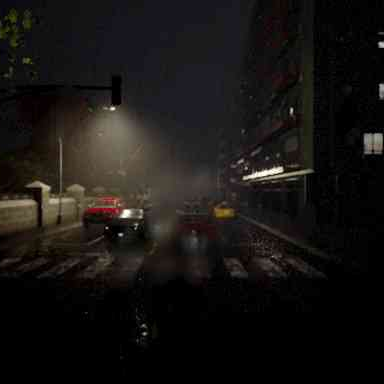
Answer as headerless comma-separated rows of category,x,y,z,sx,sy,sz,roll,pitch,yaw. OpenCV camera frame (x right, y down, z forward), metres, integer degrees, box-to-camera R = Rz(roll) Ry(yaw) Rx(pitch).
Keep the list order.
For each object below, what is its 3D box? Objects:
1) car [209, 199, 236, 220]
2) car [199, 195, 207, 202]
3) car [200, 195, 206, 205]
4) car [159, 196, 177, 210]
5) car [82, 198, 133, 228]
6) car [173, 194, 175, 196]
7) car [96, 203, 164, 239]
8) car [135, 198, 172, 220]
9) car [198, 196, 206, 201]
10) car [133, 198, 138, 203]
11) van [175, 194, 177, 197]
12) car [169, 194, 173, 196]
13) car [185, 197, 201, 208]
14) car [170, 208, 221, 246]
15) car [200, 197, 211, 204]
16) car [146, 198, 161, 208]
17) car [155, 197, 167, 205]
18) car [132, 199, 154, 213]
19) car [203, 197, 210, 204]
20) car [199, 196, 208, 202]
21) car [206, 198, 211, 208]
car,2.692,1.551,28.027,1.752,1.417,4.829,0,0,0
car,2.702,1.548,83.209,1.967,1.590,4.097,0,0,0
car,2.699,1.615,61.068,1.887,1.381,4.507,0,0,0
car,-3.075,1.544,38.246,1.837,1.490,4.892,0,0,0
car,-5.690,1.334,22.323,2.192,1.841,5.009,0,0,0
car,-5.679,1.649,77.675,2.008,1.369,4.403,0,0,0
car,-3.065,1.562,17.818,2.033,1.411,5.357,0,0,4
car,-3.086,1.517,27.884,2.128,1.511,4.902,0,0,0
car,2.704,1.684,88.744,1.947,1.339,4.313,0,0,0
car,-5.688,1.473,33.393,1.967,1.590,4.097,0,0,0
van,-5.677,1.470,94.280,1.690,1.788,3.998,0,0,0
car,-5.680,1.614,71.969,1.752,1.417,4.829,0,0,0
car,0.010,1.653,48.077,1.895,1.301,4.718,0,0,0
car,0.101,1.613,15.267,1.895,1.301,4.718,0,0,0
car,2.699,1.624,66.603,1.887,1.381,4.507,0,0,0
car,-5.684,1.637,49.998,1.802,1.307,4.206,0,0,0
car,-5.682,1.653,61.069,1.802,1.307,4.206,0,0,0
car,-5.686,1.585,38.929,1.887,1.381,4.507,0,0,0
car,2.694,1.590,38.928,2.008,1.369,4.403,0,0,0
car,2.702,1.664,77.674,1.947,1.339,4.313,0,0,0
car,2.693,1.577,33.392,1.887,1.381,4.507,0,0,0
